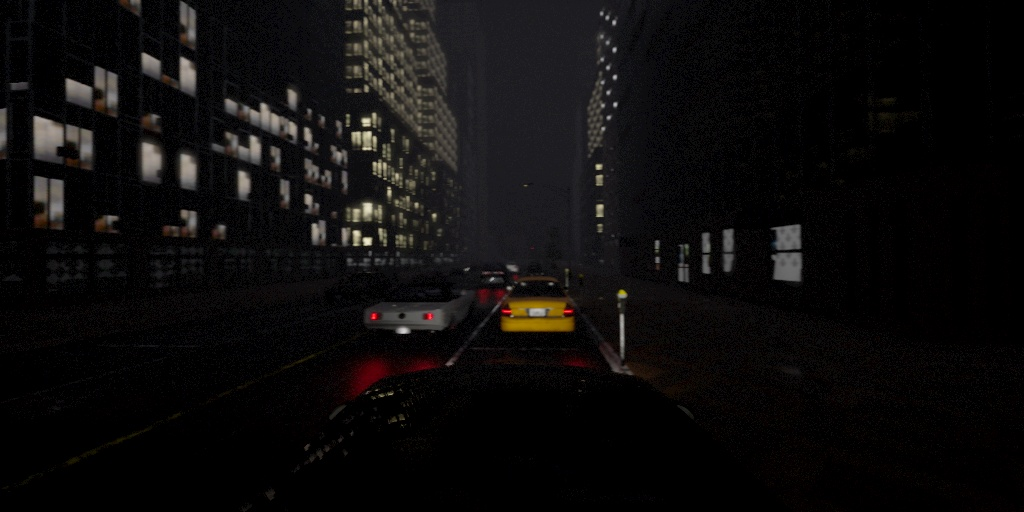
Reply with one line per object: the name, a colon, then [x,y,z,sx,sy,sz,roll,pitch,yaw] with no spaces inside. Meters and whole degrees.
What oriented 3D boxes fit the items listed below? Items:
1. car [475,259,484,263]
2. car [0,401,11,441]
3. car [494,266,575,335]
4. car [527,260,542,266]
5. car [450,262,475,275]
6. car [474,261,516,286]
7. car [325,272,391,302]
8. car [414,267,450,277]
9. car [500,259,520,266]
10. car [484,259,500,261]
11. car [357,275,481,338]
car: [-5.087,1.553,52.161,1.888,1.381,4.507,0,0,4]
car: [-6.145,1.383,1.822,1.994,1.385,4.181,-1,0,4]
car: [0.749,1.237,10.520,1.801,1.575,5.366,-1,0,4]
car: [2.859,1.461,45.866,1.948,1.339,4.313,0,0,4]
car: [-5.910,1.525,40.807,2.007,1.370,4.403,0,0,4]
car: [-1.151,1.358,26.490,2.128,1.511,4.902,-1,0,4]
car: [-7.555,1.471,18.097,1.948,1.339,4.313,0,0,4]
car: [-6.732,1.523,29.451,1.802,1.307,4.207,0,0,4]
car: [-0.026,1.444,43.388,1.812,1.442,4.674,-1,0,4]
car: [-2.515,1.520,50.586,2.033,1.411,5.357,-1,0,4]
car: [-2.316,1.414,10.385,1.895,1.301,4.718,-1,0,4]
